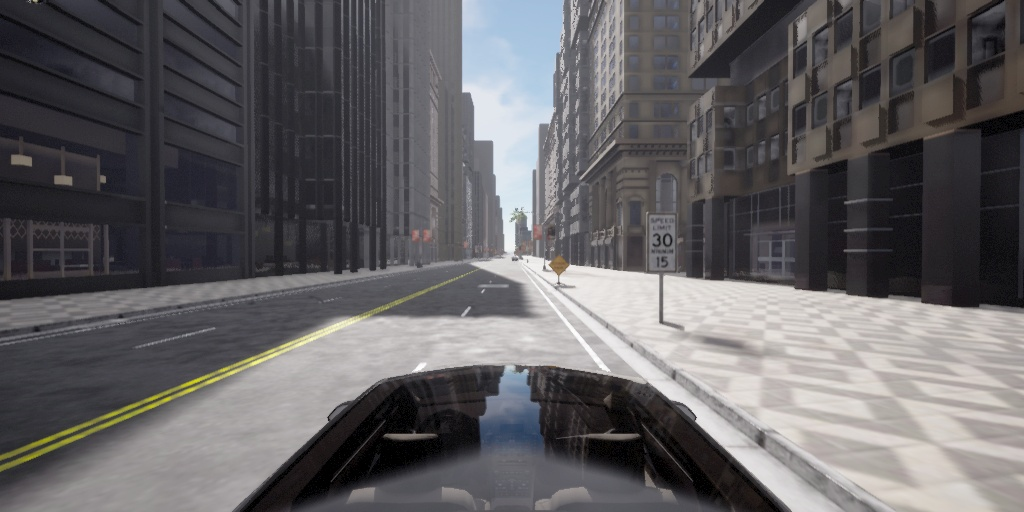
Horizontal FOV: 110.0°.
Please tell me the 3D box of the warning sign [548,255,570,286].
[{"bbox_3d":[2.849,0.844,21.854,1.300,1.860,1.060,0,0,0],"label":"warning sign"}]
